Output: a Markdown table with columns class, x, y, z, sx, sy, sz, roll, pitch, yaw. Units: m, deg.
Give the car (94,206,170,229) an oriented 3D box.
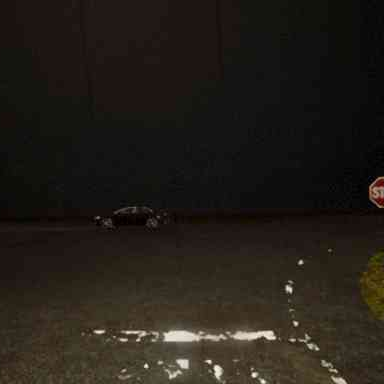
| class | x | y | z | sx | sy | sz | roll | pitch | yaw |
| --- | --- | --- | --- | --- | --- | --- | --- | --- | --- |
| car | -3.928 | 1.660 | 21.927 | 4.902 | 1.511 | 2.128 | 0 | -2 | 0 |
